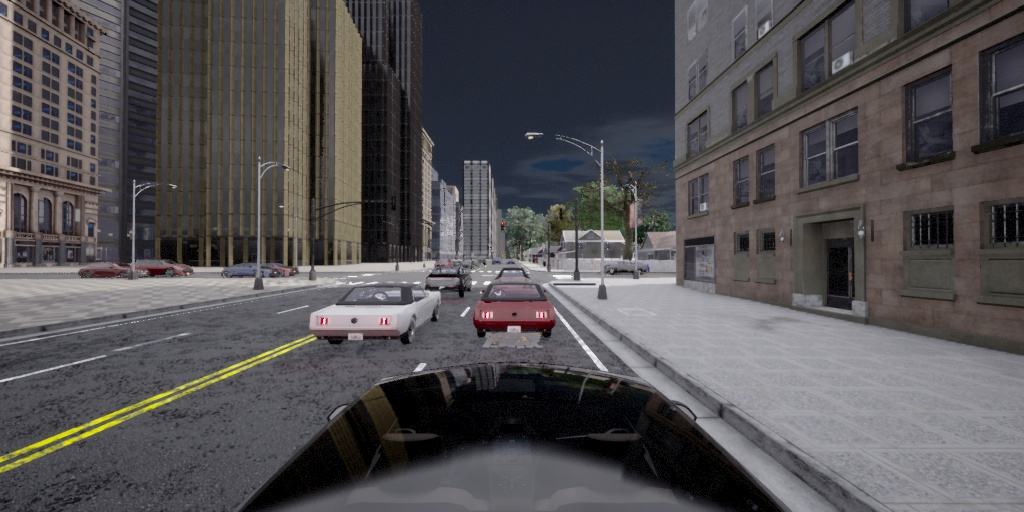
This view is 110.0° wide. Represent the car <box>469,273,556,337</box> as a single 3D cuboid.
[{"bbox_3d":[0.052,1.350,10.224,1.895,1.301,4.718,0,0,0],"label":"car"}]

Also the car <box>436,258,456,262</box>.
[{"bbox_3d":[-10.018,1.105,52.660,2.097,1.767,4.553,0,0,0],"label":"car"}]

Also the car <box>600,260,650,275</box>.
[{"bbox_3d":[11.839,1.263,38.034,4.902,1.511,2.128,0,-1,0],"label":"car"}]

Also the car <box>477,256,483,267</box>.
[{"bbox_3d":[-6.777,1.256,64.624,1.837,1.490,4.892,0,0,0],"label":"car"}]

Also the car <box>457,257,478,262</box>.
[{"bbox_3d":[-6.770,1.257,54.488,1.837,1.490,4.892,0,0,0],"label":"car"}]

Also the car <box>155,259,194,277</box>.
[{"bbox_3d":[-32.779,1.092,33.628,4.553,1.767,2.097,0,-1,-5],"label":"car"}]

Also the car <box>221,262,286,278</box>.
[{"bbox_3d":[-22.543,1.271,31.024,4.181,1.385,1.994,0,-1,-3],"label":"car"}]

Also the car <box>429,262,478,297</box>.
[{"bbox_3d":[-3.209,1.243,18.756,2.128,1.511,4.902,0,0,0],"label":"car"}]

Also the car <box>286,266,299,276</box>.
[{"bbox_3d":[-22.831,1.304,34.265,4.181,1.385,1.994,0,-1,-3],"label":"car"}]

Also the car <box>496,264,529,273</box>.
[{"bbox_3d":[0.038,1.316,18.981,1.994,1.385,4.181,0,0,0],"label":"car"}]

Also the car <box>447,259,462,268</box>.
[{"bbox_3d":[-10.034,1.317,62.682,1.994,1.385,4.181,0,0,0],"label":"car"}]

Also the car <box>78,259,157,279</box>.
[{"bbox_3d":[-33.596,1.232,30.304,4.674,1.442,1.812,0,-1,-5],"label":"car"}]

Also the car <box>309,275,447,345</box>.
[{"bbox_3d":[-3.181,1.352,9.502,1.895,1.301,4.718,0,0,0],"label":"car"}]

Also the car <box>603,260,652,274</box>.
[{"bbox_3d":[13.231,1.282,41.281,5.008,1.535,1.882,0,-1,0],"label":"car"}]
